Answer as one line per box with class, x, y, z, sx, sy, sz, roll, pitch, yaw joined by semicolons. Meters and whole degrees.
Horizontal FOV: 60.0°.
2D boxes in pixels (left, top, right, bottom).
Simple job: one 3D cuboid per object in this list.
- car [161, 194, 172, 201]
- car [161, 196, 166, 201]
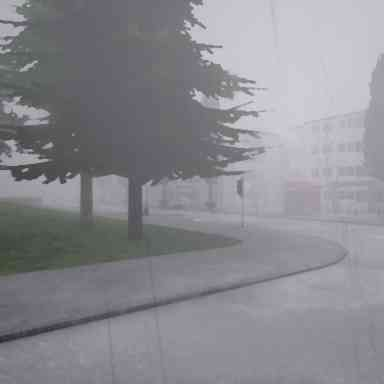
car;-6.569;1.406;85.739;1.845;1.501;3.633;0;0;-24
car;-5.218;1.650;83.265;4.974;1.542;2.038;0;0;-6
